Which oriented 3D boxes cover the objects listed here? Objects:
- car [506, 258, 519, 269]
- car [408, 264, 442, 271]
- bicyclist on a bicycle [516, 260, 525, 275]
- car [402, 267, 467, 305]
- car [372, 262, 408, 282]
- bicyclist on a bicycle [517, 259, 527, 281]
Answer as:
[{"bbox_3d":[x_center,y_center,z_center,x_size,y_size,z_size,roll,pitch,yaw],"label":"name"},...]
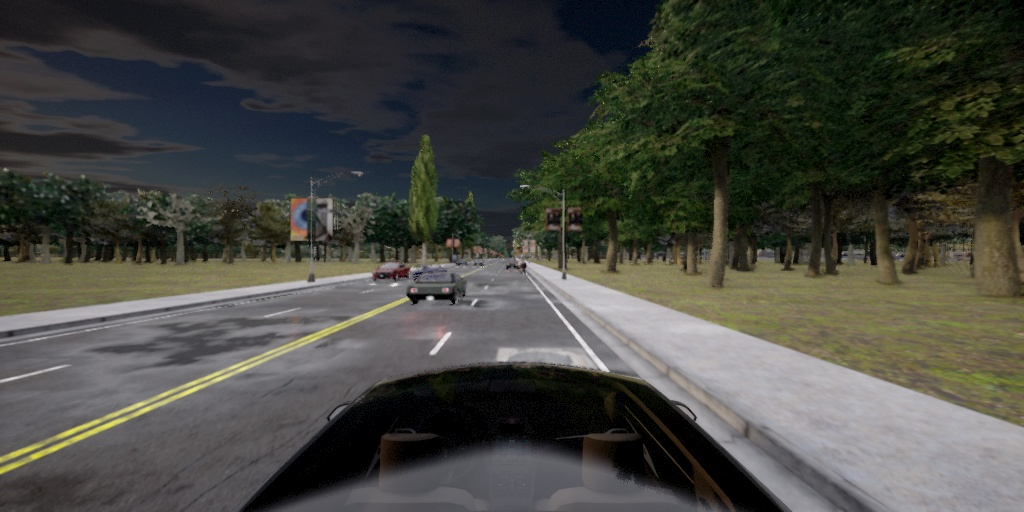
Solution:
[{"bbox_3d":[0.057,1.352,54.442,1.895,1.301,4.718,0,0,1],"label":"car"},{"bbox_3d":[-6.595,1.351,28.918,1.895,1.301,4.718,0,0,0],"label":"car"},{"bbox_3d":[0.912,1.187,37.519,0.866,1.612,1.509,0,0,0],"label":"bicyclist on a bicycle"},{"bbox_3d":[-3.149,1.351,16.034,1.895,1.301,4.718,0,0,0],"label":"car"},{"bbox_3d":[-9.843,1.228,29.577,1.882,1.535,5.008,0,0,0],"label":"car"},{"bbox_3d":[0.896,1.121,28.018,0.659,1.776,1.843,0,0,0],"label":"bicyclist on a bicycle"}]
